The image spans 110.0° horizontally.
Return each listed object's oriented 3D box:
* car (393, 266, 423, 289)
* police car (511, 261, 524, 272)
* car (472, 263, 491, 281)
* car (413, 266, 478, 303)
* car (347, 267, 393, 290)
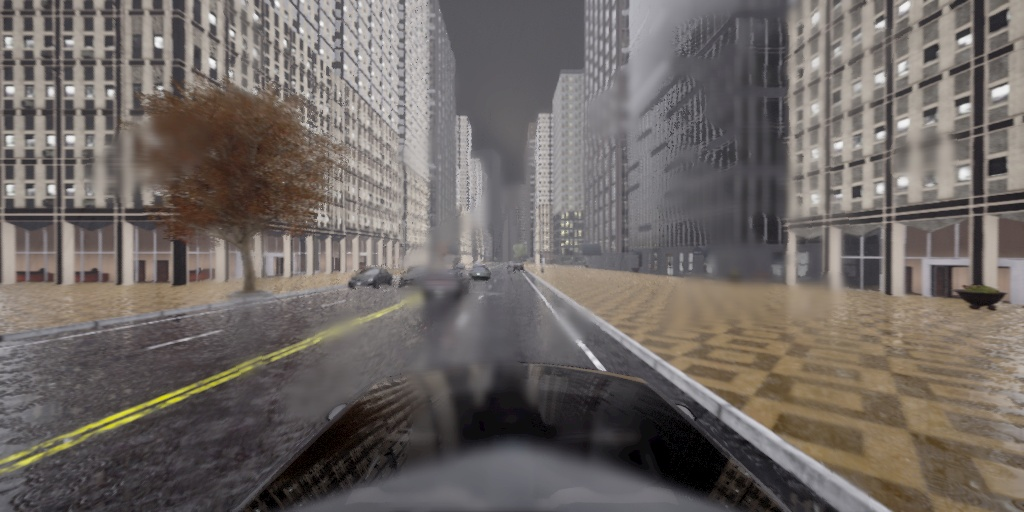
[{"bbox_3d":[-6.587,1.516,25.557,1.837,1.490,4.892,0,-1,0],"label":"car"},{"bbox_3d":[1.163,1.842,62.759,1.930,1.638,5.238,0,-1,0],"label":"police car"},{"bbox_3d":[-3.136,1.683,35.489,1.994,1.385,4.181,0,-1,0],"label":"car"},{"bbox_3d":[-3.144,1.420,18.023,2.128,1.511,4.902,0,-1,0],"label":"car"},{"bbox_3d":[-9.839,1.534,25.376,1.812,1.442,4.674,0,-1,0],"label":"car"}]
